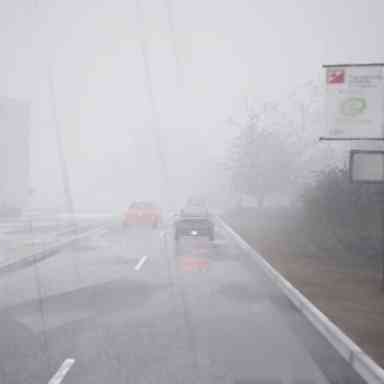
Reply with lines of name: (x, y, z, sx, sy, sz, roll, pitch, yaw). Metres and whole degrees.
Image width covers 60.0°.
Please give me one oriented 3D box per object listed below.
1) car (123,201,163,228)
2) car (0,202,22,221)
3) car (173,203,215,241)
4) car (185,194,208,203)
car: (-3.154, 1.383, 22.266, 2.097, 1.767, 4.553, 0, 0, 0)
car: (-15.601, 1.542, 26.929, 2.002, 1.452, 4.674, -2, 0, 0)
car: (0.098, 1.529, 16.966, 1.837, 1.490, 4.892, 0, 0, 0)
car: (0.511, 1.263, 36.630, 2.150, 2.045, 5.566, 0, 0, 5)
